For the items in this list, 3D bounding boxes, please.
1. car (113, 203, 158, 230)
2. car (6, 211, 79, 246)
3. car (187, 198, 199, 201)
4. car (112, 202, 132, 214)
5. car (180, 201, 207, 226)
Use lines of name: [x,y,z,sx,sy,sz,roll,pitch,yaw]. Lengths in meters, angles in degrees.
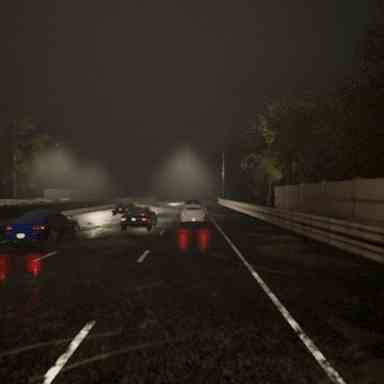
car: [-3.388,1.664,21.858,2.033,1.411,5.357,0,0,0]
car: [-6.894,1.608,15.710,1.812,1.442,4.674,0,0,0]
car: [0.114,1.585,41.506,2.097,1.767,4.553,0,0,0]
car: [-6.884,1.737,34.396,2.033,1.411,5.357,0,0,0]
car: [0.109,1.659,24.701,1.812,1.442,4.674,0,0,0]
